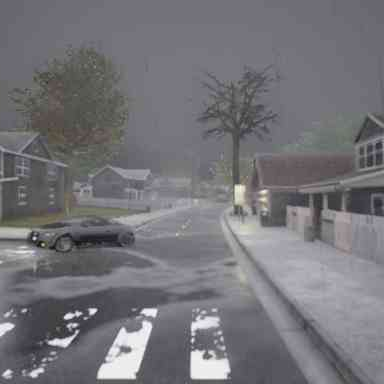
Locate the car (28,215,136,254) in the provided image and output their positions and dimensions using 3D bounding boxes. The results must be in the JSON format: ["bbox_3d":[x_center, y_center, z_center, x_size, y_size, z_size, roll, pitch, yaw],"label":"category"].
[{"bbox_3d":[-4.370,1.641,13.675,1.994,1.385,4.181,2,-2,45],"label":"car"}]
